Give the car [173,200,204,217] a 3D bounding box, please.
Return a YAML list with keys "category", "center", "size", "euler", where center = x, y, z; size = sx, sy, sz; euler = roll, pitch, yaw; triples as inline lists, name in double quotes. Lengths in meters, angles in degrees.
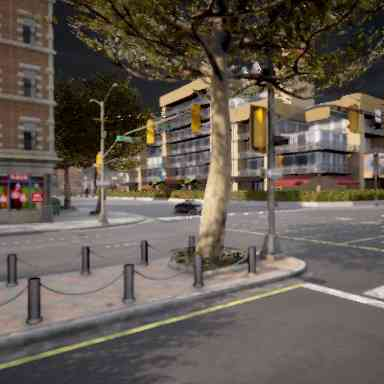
- category: "car"
  center: [0.069, 1.435, 30.225]
  size: [1.994, 1.385, 4.181]
  euler: [-1, 0, -36]
